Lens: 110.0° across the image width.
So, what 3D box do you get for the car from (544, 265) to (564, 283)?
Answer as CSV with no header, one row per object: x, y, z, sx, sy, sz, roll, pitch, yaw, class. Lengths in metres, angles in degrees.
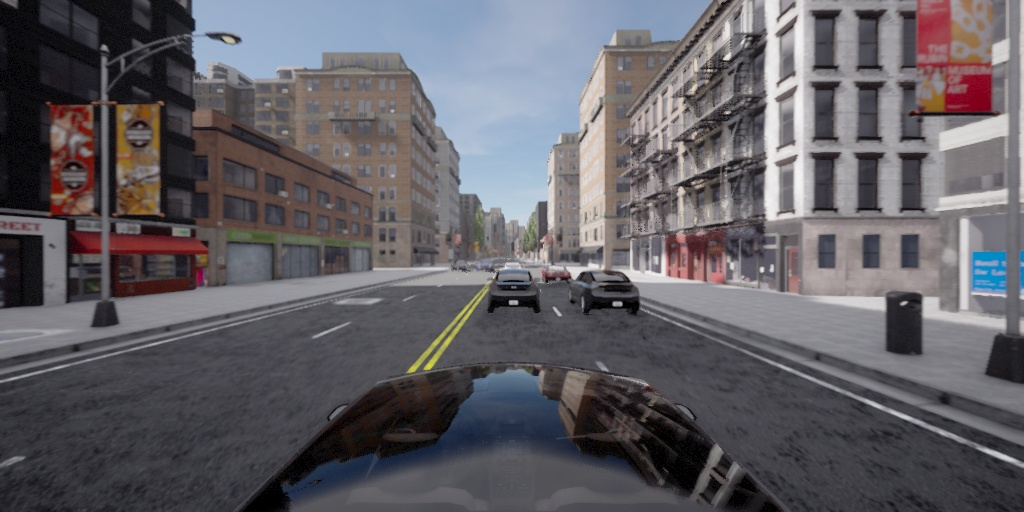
3.316,1.363,27.772,1.895,1.301,4.718,0,0,0,car

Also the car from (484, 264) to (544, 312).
0.074,1.262,14.188,1.837,1.490,4.892,0,0,0,car

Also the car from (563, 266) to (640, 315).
3.321,1.260,13.644,1.837,1.490,4.892,0,0,0,car

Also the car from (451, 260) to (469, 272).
-6.583,1.279,45.842,1.837,1.490,4.892,0,0,0,car

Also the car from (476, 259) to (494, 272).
-3.336,1.125,45.542,2.097,1.767,4.553,0,0,0,car
